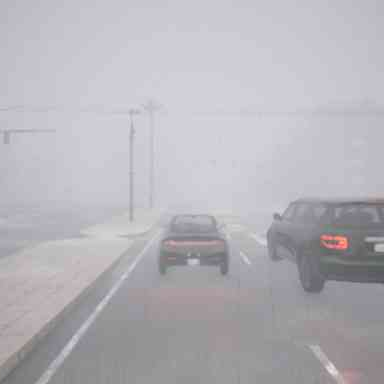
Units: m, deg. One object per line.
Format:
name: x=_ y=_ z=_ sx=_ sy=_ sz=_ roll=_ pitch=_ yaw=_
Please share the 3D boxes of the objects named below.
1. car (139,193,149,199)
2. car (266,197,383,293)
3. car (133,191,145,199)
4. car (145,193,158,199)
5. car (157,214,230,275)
car: x=-12.797 y=0.935 z=88.841 sx=2.128 sy=1.511 sz=4.902 roll=0 pitch=0 yaw=0
car: x=3.545 y=1.154 z=8.828 sx=2.150 sy=2.045 sz=5.566 roll=0 pitch=-1 yaw=0
car: x=-12.800 y=0.692 z=80.182 sx=2.150 sy=2.045 sz=5.566 roll=0 pitch=0 yaw=0
car: x=-9.300 y=1.007 z=80.213 sx=2.033 sy=1.411 sz=5.357 roll=0 pitch=0 yaw=0
car: x=0.055 y=1.420 z=10.165 sx=2.128 sy=1.511 sz=4.902 roll=0 pitch=0 yaw=0
